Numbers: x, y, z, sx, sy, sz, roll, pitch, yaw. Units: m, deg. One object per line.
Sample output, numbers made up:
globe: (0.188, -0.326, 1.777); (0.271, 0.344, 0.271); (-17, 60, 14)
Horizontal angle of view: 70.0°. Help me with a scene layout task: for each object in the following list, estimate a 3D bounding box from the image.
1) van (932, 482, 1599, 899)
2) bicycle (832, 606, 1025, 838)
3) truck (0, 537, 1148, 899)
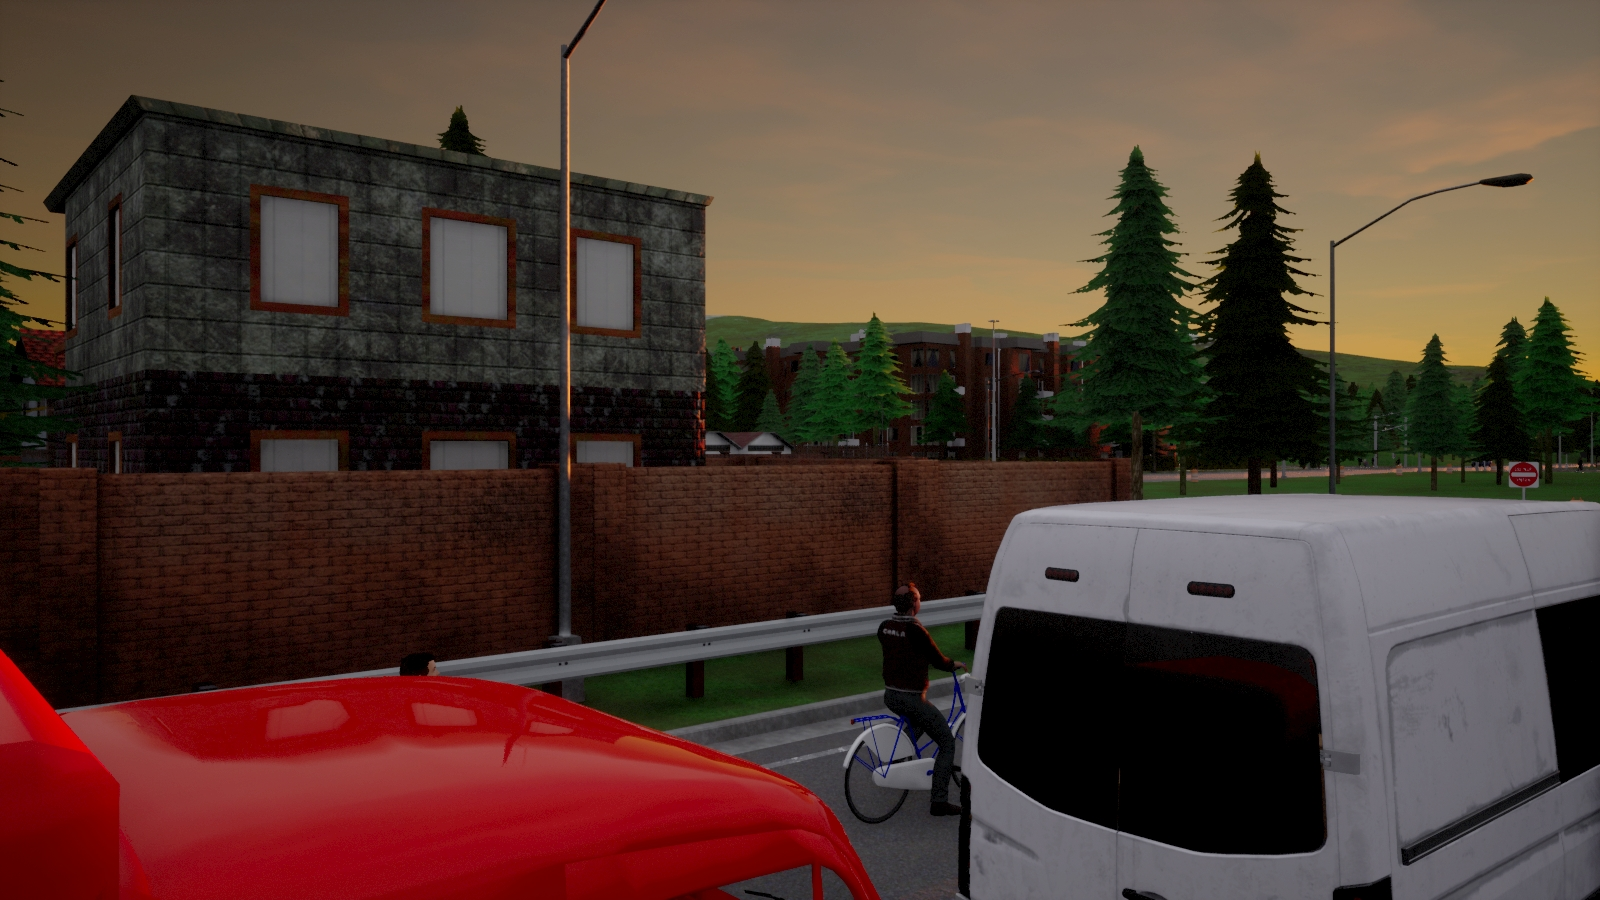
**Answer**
van: (3.509, 1.534, 6.458); (5.915, 2.561, 1.988); (0, 0, -40)
bicycle: (1.045, 2.060, 8.955); (1.835, 1.471, 0.329); (0, 0, -40)
truck: (-2.109, 1.568, 1.686); (5.204, 2.467, 2.627); (0, 0, -40)
